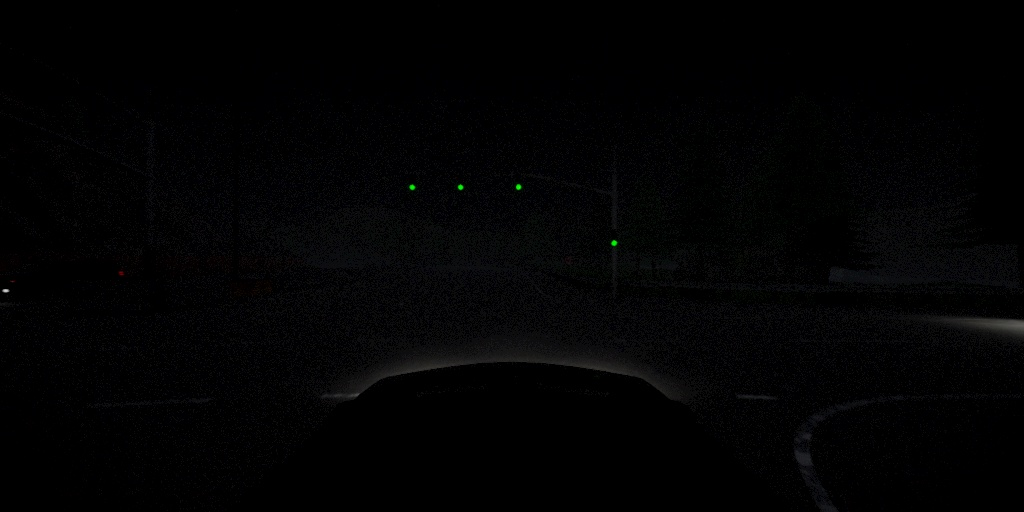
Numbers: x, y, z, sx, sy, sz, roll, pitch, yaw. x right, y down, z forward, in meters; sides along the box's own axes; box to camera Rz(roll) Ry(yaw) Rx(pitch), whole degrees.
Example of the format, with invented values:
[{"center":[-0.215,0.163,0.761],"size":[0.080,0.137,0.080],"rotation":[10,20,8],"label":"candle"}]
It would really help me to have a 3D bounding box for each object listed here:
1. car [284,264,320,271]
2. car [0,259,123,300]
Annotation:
[{"center":[-24.158,1.687,41.421],"size":[2.033,1.411,5.357],"rotation":[0,0,-2],"label":"car"},{"center":[-24.502,1.205,19.257],"size":[2.150,2.045,5.566],"rotation":[0,-1,0],"label":"car"}]
